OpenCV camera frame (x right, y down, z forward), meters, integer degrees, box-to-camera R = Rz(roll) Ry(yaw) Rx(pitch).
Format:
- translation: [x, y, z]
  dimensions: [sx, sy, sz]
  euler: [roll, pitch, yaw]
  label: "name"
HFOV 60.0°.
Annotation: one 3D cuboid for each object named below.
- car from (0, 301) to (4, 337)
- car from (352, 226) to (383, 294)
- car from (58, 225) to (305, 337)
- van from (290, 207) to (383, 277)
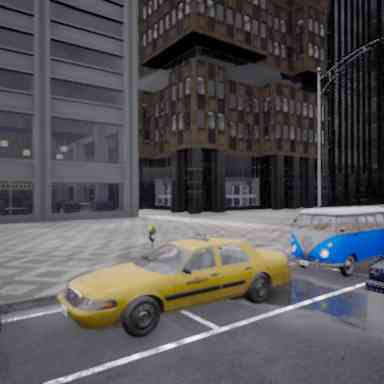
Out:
- translation: [-4.484, 1.566, 3.438]
  dimensions: [4.403, 1.369, 2.008]
  euler: [0, 0, -36]
  label: "car"
- translation: [6.175, 1.551, 7.712]
  dimensions: [5.357, 1.411, 2.033]
  euler: [0, 0, -36]
  label: "car"
- translation: [-0.046, 1.539, 6.637]
  dimensions: [4.829, 1.417, 1.752]
  euler: [0, 0, -36]
  label: "car"
- translation: [4.666, 1.352, 10.037]
  dimensions: [3.998, 1.788, 1.690]
  euler: [0, 0, -36]
  label: "van"
